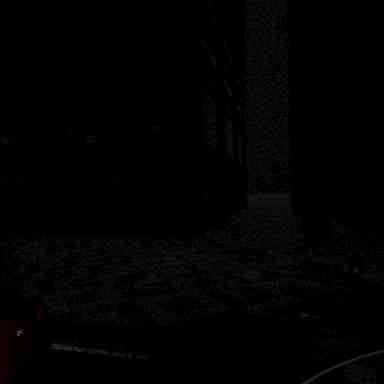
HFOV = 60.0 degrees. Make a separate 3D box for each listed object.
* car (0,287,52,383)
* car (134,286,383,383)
[{"bbox_3d":[-3.780,1.625,4.026,4.206,1.307,1.802,-1,0,15],"label":"car"},{"bbox_3d":[1.666,1.497,2.580,4.403,1.369,2.008,-1,0,15],"label":"car"}]
